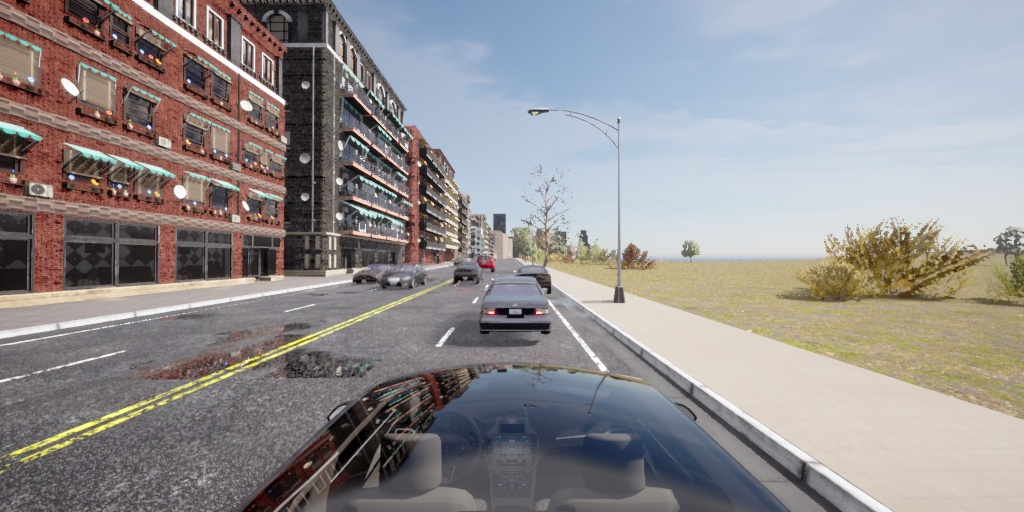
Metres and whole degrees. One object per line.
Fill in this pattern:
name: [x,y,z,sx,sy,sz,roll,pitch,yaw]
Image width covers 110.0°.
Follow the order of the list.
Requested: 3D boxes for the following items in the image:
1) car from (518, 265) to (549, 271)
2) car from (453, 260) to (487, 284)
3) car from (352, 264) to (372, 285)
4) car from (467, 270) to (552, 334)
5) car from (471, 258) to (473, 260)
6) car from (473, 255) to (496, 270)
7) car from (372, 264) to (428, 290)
car: [1.116,1.230,20.339,1.882,1.535,5.008,0,0,0]
car: [-3.178,1.256,26.746,1.837,1.490,4.892,0,0,0]
car: [-9.880,1.300,26.614,2.033,1.411,5.357,0,0,0]
car: [0.092,1.299,10.575,2.033,1.411,5.357,0,0,0]
car: [-6.621,1.101,64.689,2.097,1.767,4.553,0,0,0]
car: [-3.195,0.962,44.168,2.150,2.045,5.566,0,-1,0]
car: [-6.624,1.243,22.462,2.128,1.511,4.902,0,0,0]
